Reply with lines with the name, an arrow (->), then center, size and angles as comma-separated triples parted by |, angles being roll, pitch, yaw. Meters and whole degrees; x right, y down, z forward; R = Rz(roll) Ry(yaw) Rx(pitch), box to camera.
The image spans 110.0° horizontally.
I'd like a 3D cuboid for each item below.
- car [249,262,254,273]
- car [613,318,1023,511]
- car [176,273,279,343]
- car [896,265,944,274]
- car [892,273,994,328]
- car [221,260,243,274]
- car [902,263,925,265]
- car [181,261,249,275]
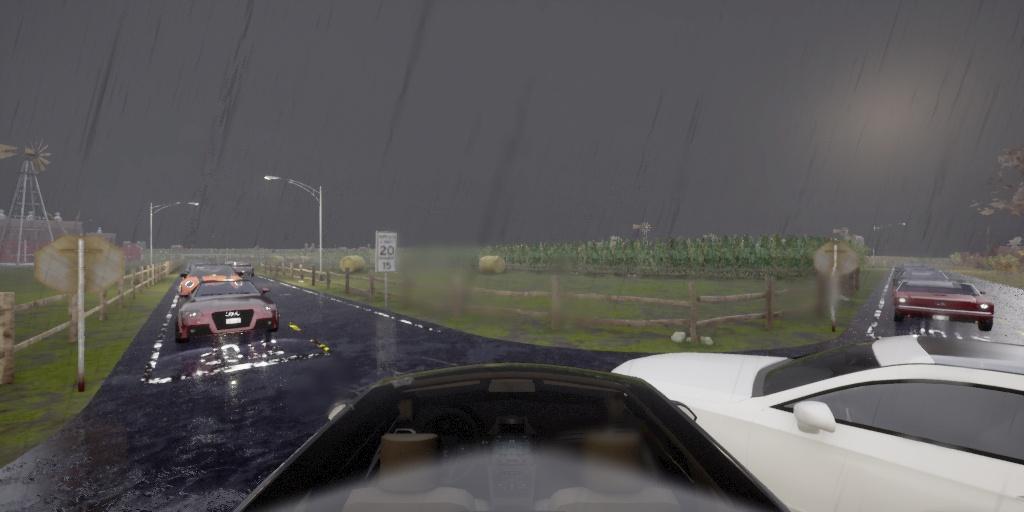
car -> -26.983, 1.280, 35.673 | 2.128, 1.511, 4.902 | 0, 0, -41
car -> 2.838, 1.294, 2.375 | 1.812, 1.442, 4.674 | 0, 1, -44
car -> -7.941, 1.354, 9.961 | 1.994, 1.385, 4.181 | 0, 0, -43
car -> 20.594, 1.361, 18.000 | 5.357, 1.411, 2.033 | 0, 1, -43
car -> 13.517, 1.397, 11.437 | 4.718, 1.301, 1.895 | 0, 1, -43
car -> -33.704, 1.300, 43.131 | 1.837, 1.490, 4.892 | 0, 0, -41
car -> 27.349, 1.398, 24.255 | 4.181, 1.385, 1.994 | 0, 1, -43
car -> -13.718, 1.138, 16.444 | 2.097, 1.767, 4.553 | 0, 0, -42
